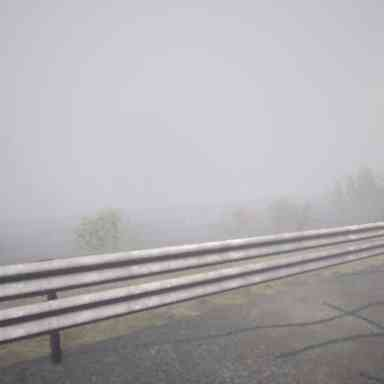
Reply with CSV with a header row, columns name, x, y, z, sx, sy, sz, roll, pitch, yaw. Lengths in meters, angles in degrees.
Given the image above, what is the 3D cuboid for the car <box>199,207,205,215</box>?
name,x,y,z,sx,sy,sz,roll,pitch,yaw
car,3.551,3.001,54.129,4.892,1.490,1.837,-4,2,-21

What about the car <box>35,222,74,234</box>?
name,x,y,z,sx,sy,sz,roll,pitch,yaw
car,-17.332,4.674,42.456,4.902,1.511,2.128,-4,2,-21

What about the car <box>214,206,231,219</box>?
name,x,y,z,sx,sy,sz,roll,pitch,yaw
car,6.154,3.097,47.631,4.902,1.511,2.128,-4,2,-21

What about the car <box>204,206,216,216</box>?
name,x,y,z,sx,sy,sz,roll,pitch,yaw
car,4.832,3.076,50.872,4.674,1.442,1.812,-4,2,-21
